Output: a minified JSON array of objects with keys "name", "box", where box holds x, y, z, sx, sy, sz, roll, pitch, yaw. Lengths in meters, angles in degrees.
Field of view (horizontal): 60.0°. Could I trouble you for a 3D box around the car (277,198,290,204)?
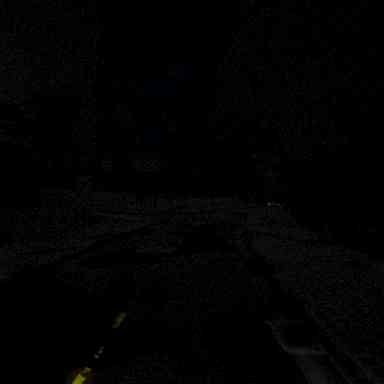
[{"name":"car","box":[22.623,2.247,82.228,2.128,1.511,4.902,-1,-1,34]}]
